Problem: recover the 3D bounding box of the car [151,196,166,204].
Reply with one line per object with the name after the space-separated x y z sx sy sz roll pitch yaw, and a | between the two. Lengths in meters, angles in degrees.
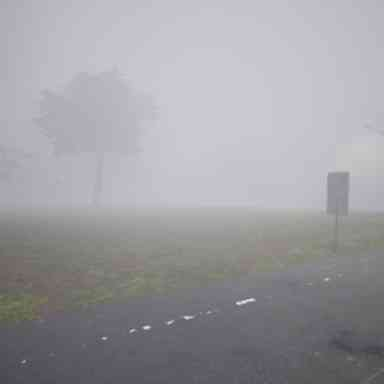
-7.689 1.699 75.563 2.097 1.767 4.553 3 -3 -28 | car
